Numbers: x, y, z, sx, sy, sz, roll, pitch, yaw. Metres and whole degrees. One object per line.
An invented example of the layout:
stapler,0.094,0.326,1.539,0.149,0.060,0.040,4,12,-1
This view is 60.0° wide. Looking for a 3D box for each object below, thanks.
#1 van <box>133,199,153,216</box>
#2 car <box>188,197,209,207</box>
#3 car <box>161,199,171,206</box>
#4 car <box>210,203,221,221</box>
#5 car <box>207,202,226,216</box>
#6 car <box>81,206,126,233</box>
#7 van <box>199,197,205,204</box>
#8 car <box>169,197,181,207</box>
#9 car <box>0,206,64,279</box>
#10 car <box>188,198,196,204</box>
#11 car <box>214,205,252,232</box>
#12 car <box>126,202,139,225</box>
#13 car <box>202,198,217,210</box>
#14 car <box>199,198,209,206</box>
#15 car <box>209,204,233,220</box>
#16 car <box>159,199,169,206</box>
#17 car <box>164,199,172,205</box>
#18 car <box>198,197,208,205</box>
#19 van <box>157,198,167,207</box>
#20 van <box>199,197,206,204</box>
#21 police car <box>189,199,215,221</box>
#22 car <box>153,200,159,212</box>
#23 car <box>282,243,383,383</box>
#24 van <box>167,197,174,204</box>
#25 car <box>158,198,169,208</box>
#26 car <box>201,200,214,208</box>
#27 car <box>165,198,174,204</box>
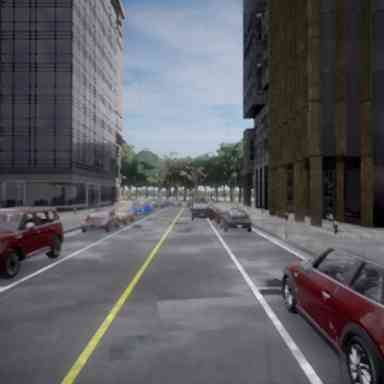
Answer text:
van,-5.781,1.733,37.765,1.690,1.788,3.998,0,-1,0
car,0.843,1.713,47.064,2.150,2.045,5.566,0,-1,0
car,-5.798,2.366,75.823,1.947,1.339,4.313,0,-1,0
car,2.750,1.824,26.892,1.887,1.381,4.507,0,-1,0
car,2.745,1.920,37.937,1.752,1.417,4.829,0,-1,0
car,-5.773,1.804,21.451,1.802,1.307,4.206,0,-1,0
van,2.720,2.322,92.141,1.690,1.788,3.998,0,-1,0
car,-3.056,2.176,64.773,2.128,1.511,4.902,0,-1,1
car,-5.768,1.425,10.579,2.192,1.841,5.009,0,-1,0
car,-0.037,2.305,82.218,1.994,1.385,4.181,0,-1,0
car,2.752,1.773,21.455,2.008,1.369,4.403,0,-1,0
car,-5.775,1.802,26.719,1.752,1.417,4.829,0,-1,0
car,2.737,1.880,54.081,2.192,1.841,5.009,0,-1,0
car,2.727,2.241,75.828,1.967,1.590,4.097,0,-1,0
car,2.747,1.881,32.329,1.887,1.381,4.507,0,-1,0
car,-5.795,2.264,70.217,1.752,1.417,4.829,0,-1,0
car,-5.800,2.383,81.091,1.752,1.417,4.829,0,-1,0
car,2.724,2.176,81.267,2.192,1.841,5.009,0,-1,0
van,-5.793,2.023,64.951,1.690,1.788,3.998,0,-1,0
van,2.722,2.262,86.704,1.690,1.788,3.998,0,-1,0
police car,0.886,1.749,31.144,1.930,1.638,5.238,0,-1,0
car,-5.783,2.000,43.200,2.008,1.369,4.403,0,-1,0
car,2.760,1.495,5.144,1.967,1.590,4.097,0,-1,0
van,-5.806,2.321,92.138,1.690,1.788,3.998,0,-1,0
car,-5.790,2.189,59.512,1.947,1.339,4.313,0,-1,0
car,2.735,2.174,59.515,2.008,1.369,4.403,0,-1,0
car,-5.803,2.360,86.699,1.967,1.590,4.097,0,-1,0
